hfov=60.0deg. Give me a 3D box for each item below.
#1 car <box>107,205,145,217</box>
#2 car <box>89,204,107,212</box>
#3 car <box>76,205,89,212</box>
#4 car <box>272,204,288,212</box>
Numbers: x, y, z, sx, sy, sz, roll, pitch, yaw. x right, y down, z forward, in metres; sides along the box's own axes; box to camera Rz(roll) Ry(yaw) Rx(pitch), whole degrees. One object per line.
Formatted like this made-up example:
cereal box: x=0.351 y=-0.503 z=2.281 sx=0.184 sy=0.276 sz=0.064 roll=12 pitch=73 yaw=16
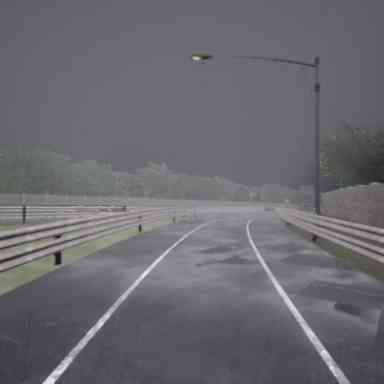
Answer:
car: x=-7.598 y=2.365 z=41.333 sx=2.128 sy=1.511 sz=4.902 roll=-1 pitch=-3 yaw=34
car: x=-10.515 y=2.427 z=43.267 sx=1.837 sy=1.490 sz=4.892 roll=-1 pitch=-3 yaw=34
car: x=-13.429 y=2.481 z=45.204 sx=1.837 sy=1.490 sz=4.892 roll=-1 pitch=-3 yaw=34
car: x=24.159 y=4.371 z=89.048 sx=2.150 sy=2.045 sz=5.566 roll=-1 pitch=-3 yaw=34
